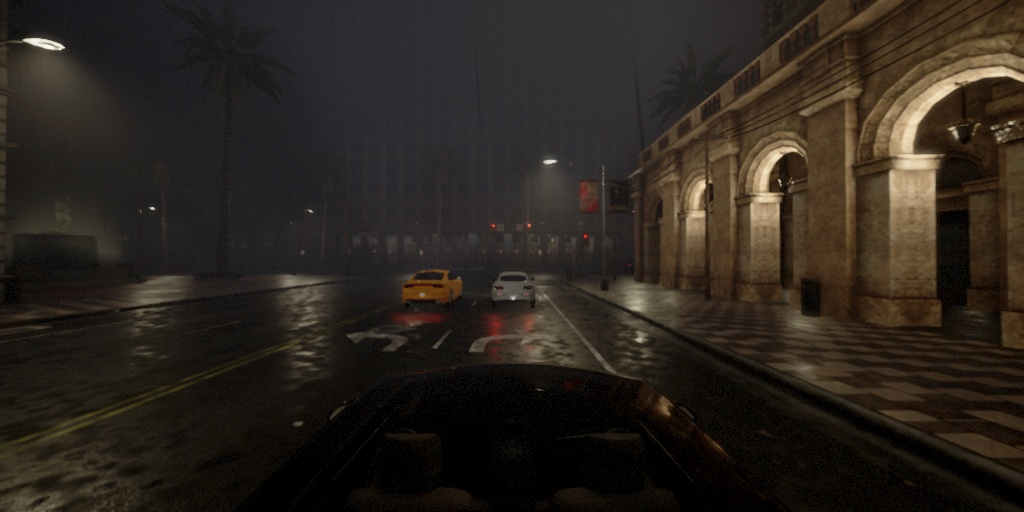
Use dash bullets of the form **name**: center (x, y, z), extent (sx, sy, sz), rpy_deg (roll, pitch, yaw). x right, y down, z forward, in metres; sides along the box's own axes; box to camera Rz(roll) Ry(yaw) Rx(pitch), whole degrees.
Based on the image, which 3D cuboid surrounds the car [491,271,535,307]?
- **car**: center (0.062, 1.408, 16.180), extent (1.812, 1.442, 4.674), rpy_deg (0, 0, 0)

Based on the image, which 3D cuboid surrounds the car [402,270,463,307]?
- **car**: center (-3.437, 1.361, 16.276), extent (1.882, 1.535, 5.008), rpy_deg (0, 0, 0)

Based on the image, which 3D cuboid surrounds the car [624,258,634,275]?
- **car**: center (16.918, 1.214, 44.718), extent (5.566, 2.045, 2.150), rpy_deg (0, -1, 0)
